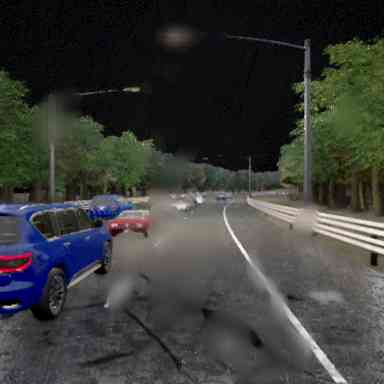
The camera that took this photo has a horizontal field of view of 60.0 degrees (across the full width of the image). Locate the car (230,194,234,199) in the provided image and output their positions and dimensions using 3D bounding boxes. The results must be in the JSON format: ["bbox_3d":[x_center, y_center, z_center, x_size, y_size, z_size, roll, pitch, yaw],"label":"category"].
[{"bbox_3d":[9.857,1.138,87.830,1.994,1.385,4.181,0,1,13],"label":"car"}]

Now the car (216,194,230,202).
[{"bbox_3d":[6.281,1.233,70.417,1.882,1.535,5.008,0,1,11],"label":"car"}]

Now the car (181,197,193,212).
[{"bbox_3d":[-1.413,1.620,39.995,1.895,1.301,4.718,0,0,6],"label":"car"}]

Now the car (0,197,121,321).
[{"bbox_3d":[-3.416,1.242,7.492,2.150,2.045,5.566,0,0,1],"label":"car"}]

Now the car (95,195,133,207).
[{"bbox_3d":[-6.009,1.269,25.447,2.150,2.045,5.566,0,0,4],"label":"car"}]

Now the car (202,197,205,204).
[{"bbox_3d":[1.365,1.495,61.502,1.812,1.442,4.674,0,0,9],"label":"car"}]

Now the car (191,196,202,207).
[{"bbox_3d":[-0.170,1.486,50.753,2.128,1.511,4.902,0,0,7],"label":"car"}]

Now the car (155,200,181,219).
[{"bbox_3d":[-2.371,1.645,29.179,1.895,1.301,4.718,0,0,4],"label":"car"}]

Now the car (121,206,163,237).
[{"bbox_3d":[-3.038,1.651,18.342,1.895,1.301,4.718,0,0,3],"label":"car"}]
